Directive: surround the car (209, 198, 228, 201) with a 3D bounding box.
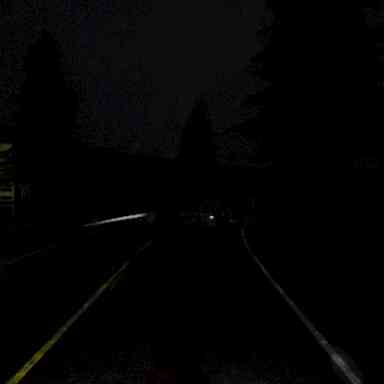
[{"bbox_3d":[2.840,1.460,37.504,2.128,1.511,4.902,0,0,28],"label":"car"}]

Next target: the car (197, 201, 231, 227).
[{"bbox_3d":[1.567,1.545,22.703,1.994,1.385,4.181,0,0,10],"label":"car"}]

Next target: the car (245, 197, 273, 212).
[{"bbox_3d":[7.884,1.324,38.894,2.097,1.767,4.553,0,0,31],"label":"car"}]
